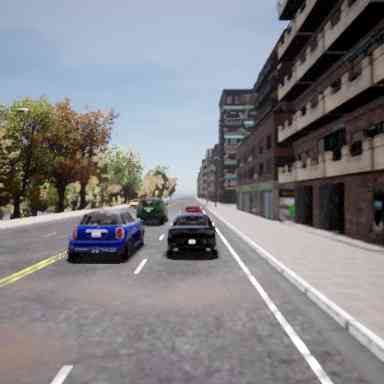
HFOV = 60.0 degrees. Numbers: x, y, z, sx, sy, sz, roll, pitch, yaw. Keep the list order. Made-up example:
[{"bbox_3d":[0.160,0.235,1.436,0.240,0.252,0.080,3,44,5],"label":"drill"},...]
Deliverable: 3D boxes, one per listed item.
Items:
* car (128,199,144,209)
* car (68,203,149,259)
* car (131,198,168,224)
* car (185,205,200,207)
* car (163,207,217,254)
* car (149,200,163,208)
[{"bbox_3d":[-9.788,2.091,58.795,1.882,1.535,5.008,0,-1,1],"label":"car"},{"bbox_3d":[-3.229,1.491,13.414,2.097,1.767,4.553,0,-1,1],"label":"car"},{"bbox_3d":[-3.243,1.512,27.551,2.150,2.045,5.566,0,0,0],"label":"car"},{"bbox_3d":[0.022,1.826,28.887,1.812,1.442,4.674,0,0,1],"label":"car"},{"bbox_3d":[0.027,1.625,14.224,1.882,1.535,5.008,0,0,1],"label":"car"},{"bbox_3d":[-6.518,2.179,60.509,2.033,1.411,5.357,0,-1,0],"label":"car"}]
